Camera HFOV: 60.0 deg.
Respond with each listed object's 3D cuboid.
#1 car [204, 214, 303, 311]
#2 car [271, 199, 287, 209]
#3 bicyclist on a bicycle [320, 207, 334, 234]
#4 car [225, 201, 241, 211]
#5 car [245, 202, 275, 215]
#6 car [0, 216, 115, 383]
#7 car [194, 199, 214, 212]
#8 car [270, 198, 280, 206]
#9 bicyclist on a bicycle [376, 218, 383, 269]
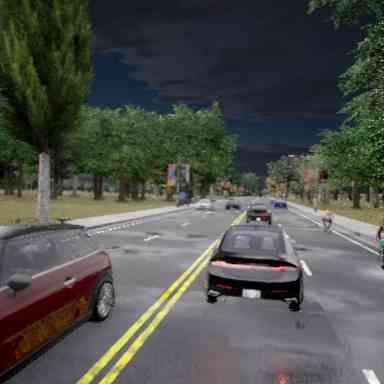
[{"bbox_3d":[1.516,1.545,8.070,2.128,1.511,4.902,2,0,12],"label":"car"},{"bbox_3d":[14.425,1.966,54.391,1.882,1.535,5.008,2,0,12],"label":"car"},{"bbox_3d":[8.140,1.697,20.025,0.866,1.612,1.509,2,0,11],"label":"bicyclist on a bicycle"},{"bbox_3d":[5.558,1.819,44.574,1.895,1.301,4.718,2,0,12],"label":"car"},{"bbox_3d":[5.208,1.688,25.901,1.837,1.490,4.892,2,0,12],"label":"car"},{"bbox_3d":[-2.784,1.277,4.298,2.097,1.767,4.553,2,0,12],"label":"car"},{"bbox_3d":[1.602,1.625,41.497,1.812,1.442,4.674,2,0,12],"label":"car"},{"bbox_3d":[17.904,2.140,71.695,1.812,1.442,4.674,2,0,12],"label":"car"},{"bbox_3d":[6.141,1.643,10.469,0.582,1.620,1.656,2,0,12],"label":"bicyclist on a bicycle"}]
